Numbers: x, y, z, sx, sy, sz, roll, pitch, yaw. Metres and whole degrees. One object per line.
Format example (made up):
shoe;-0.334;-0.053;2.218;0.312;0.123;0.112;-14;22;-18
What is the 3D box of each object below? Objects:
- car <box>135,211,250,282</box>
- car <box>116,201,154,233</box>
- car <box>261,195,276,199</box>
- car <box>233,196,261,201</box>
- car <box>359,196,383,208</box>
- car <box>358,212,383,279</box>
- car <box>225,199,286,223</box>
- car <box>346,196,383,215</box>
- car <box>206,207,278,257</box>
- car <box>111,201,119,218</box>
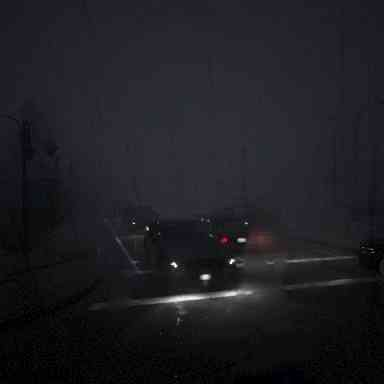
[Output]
car;-0.368;1.543;10.140;2.033;1.411;5.357;0;0;-15
car;-3.127;1.529;19.967;2.033;1.411;5.357;0;0;-17
car;10.252;1.277;47.171;2.152;1.636;5.027;0;0;-17
car;7.266;1.287;46.207;2.007;1.523;4.514;0;0;-17
car;23.819;1.273;43.279;1.845;1.501;3.633;0;0;-17
car;6.785;1.475;7.997;5.008;1.535;1.882;0;0;36
car;2.888;1.467;19.633;5.357;1.411;2.033;-3;1;-23
car;15.546;1.355;29.271;1.970;1.475;3.806;0;0;-17
car;1.382;1.539;12.833;2.033;1.411;5.357;0;0;-4
car;-6.313;1.516;30.111;2.033;1.411;5.357;0;0;-17
